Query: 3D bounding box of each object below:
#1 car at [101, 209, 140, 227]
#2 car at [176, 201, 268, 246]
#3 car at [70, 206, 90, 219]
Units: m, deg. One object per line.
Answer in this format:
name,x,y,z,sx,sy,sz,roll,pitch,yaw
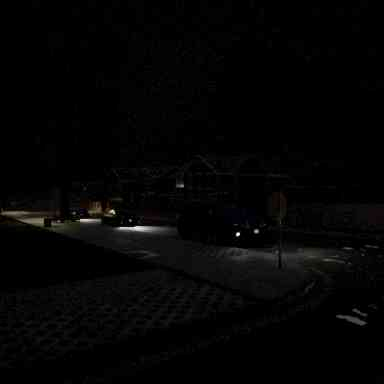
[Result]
car,-5.956,2.090,27.500,1.994,1.385,4.181,0,-1,-36
car,1.315,1.495,17.338,2.150,2.045,5.566,0,-1,-36
car,-13.014,2.318,37.407,1.994,1.385,4.181,0,-1,-35
